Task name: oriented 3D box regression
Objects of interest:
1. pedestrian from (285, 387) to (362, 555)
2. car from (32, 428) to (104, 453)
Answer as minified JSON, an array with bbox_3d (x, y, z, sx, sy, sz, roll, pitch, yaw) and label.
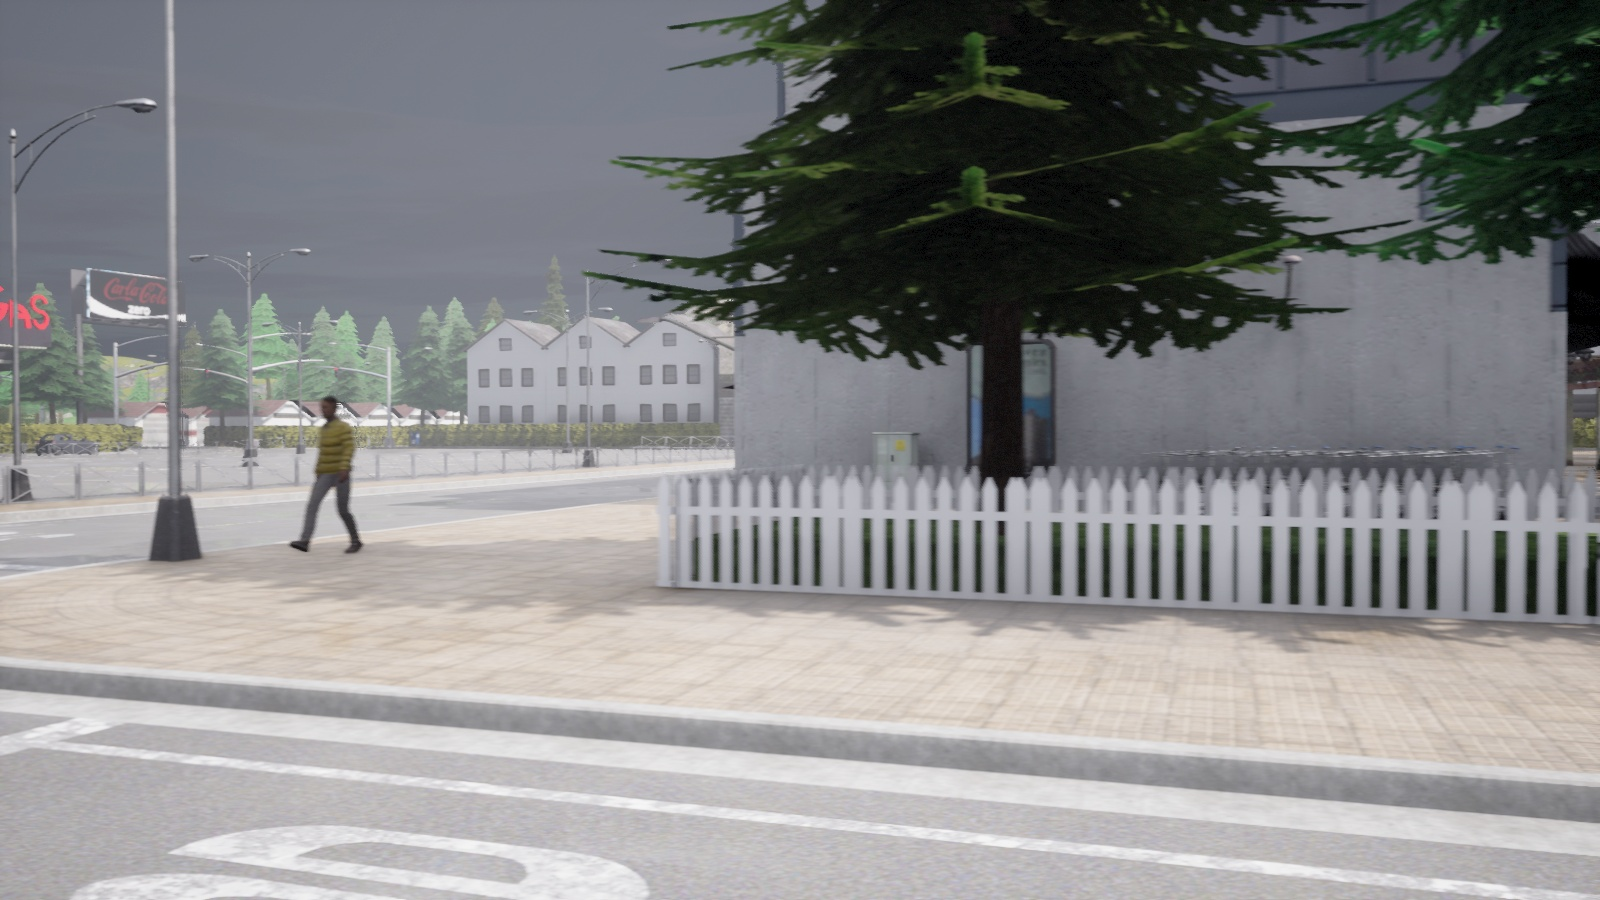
[{"bbox_3d":[-5.371,0.224,14.180,0.431,1.840,0.709,1,1,26],"label":"pedestrian"},{"bbox_3d":[-46.779,-0.621,80.272,1.845,1.501,3.633,1,1,19],"label":"car"}]
